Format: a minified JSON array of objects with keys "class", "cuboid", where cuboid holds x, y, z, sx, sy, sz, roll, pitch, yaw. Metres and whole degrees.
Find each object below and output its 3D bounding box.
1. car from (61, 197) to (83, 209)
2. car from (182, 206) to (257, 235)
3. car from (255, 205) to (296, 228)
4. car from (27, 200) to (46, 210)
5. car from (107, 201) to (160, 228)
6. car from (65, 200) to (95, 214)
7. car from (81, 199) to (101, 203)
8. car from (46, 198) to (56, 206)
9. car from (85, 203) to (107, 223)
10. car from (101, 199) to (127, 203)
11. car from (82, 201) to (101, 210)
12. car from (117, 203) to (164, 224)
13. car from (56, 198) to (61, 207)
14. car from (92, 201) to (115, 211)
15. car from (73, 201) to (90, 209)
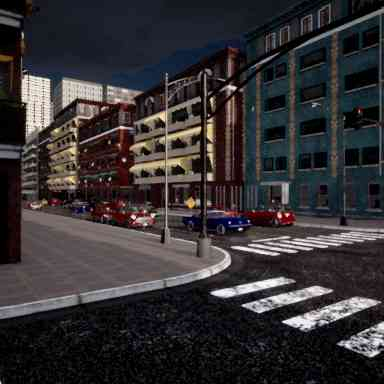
[{"class":"car","cuboid":[-19.643,1.907,55.431,2.150,2.045,5.566,0,-1,-35]},{"class":"car","cuboid":[1.412,1.779,20.251,1.895,1.301,4.718,0,-1,-35]},{"class":"car","cuboid":[5.332,1.639,24.081,1.967,1.590,4.097,-1,0,-35]},{"class":"car","cuboid":[-26.509,2.170,55.969,1.967,1.590,4.097,-1,0,-35]},{"class":"car","cuboid":[-4.300,1.694,24.104,1.967,1.590,4.097,-1,0,-35]},{"class":"car","cuboid":[-14.632,2.125,43.312,1.895,1.301,4.718,0,-1,-34]},{"class":"car","cuboid":[-13.716,2.065,47.007,1.837,1.490,4.892,0,-1,-34]},{"class":"car","cuboid":[-32.749,2.327,78.700,2.192,1.841,5.009,-1,0,-35]},{"class":"car","cuboid":[-7.471,1.904,28.656,1.802,1.307,4.206,-1,0,-35]},{"class":"car","cuboid":[-10.541,1.855,46.836,2.192,1.841,5.009,-1,0,-35]},{"class":"car","cuboid":[-16.882,2.258,55.939,1.802,1.307,4.206,-1,0,-35]},{"class":"car","cuboid":[-4.545,1.798,28.786,2.128,1.511,4.902,0,-1,-35]},{"class":"car","cuboid":[-26.400,2.429,69.595,2.008,1.369,4.403,-1,0,-35]},{"class":"car","cuboid":[-13.709,2.159,51.387,2.008,1.369,4.403,-1,0,-35]},{"class":"car","cuboid":[-20.055,2.325,60.491,1.802,1.307,4.206,-1,0,-35]}]
